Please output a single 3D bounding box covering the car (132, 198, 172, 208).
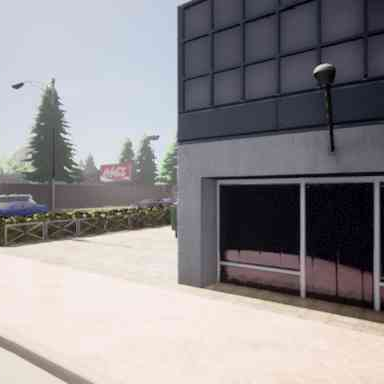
[{"bbox_3d":[-5.007,1.552,39.420,1.837,1.490,4.892,0,0,36],"label":"car"}]

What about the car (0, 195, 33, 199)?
[{"bbox_3d":[-16.669,1.274,29.296,2.150,2.045,5.566,0,0,36],"label":"car"}]

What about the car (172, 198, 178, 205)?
[{"bbox_3d":[-3.351,1.601,47.550,2.033,1.411,5.357,0,0,37],"label":"car"}]

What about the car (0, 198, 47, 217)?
[{"bbox_3d":[-14.219,1.526,26.708,1.882,1.535,5.008,0,0,36],"label":"car"}]

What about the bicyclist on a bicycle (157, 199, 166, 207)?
[{"bbox_3d":[-2.231,1.328,23.697,1.656,1.620,0.582,0,0,36],"label":"bicyclist on a bicycle"}]
